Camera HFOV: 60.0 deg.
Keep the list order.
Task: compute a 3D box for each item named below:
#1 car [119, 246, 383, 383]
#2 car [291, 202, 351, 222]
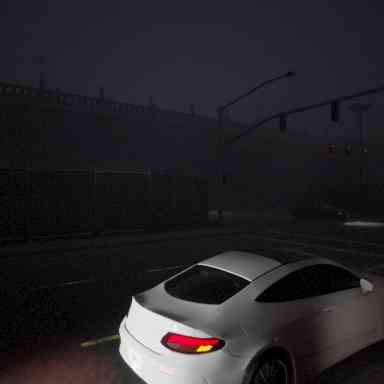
[{"bbox_3d":[1.312,1.526,4.720,4.674,1.442,1.812,0,0,-35],"label":"car"},{"bbox_3d":[10.149,1.570,26.587,1.812,1.442,4.674,0,-1,-40],"label":"car"}]
